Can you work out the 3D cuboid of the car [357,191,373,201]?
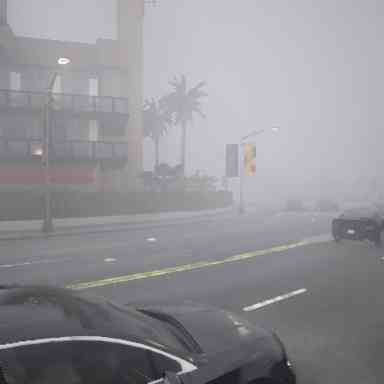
[{"bbox_3d":[36.778,1.221,72.348,2.185,1.767,4.553,0,0,-14],"label":"car"}]

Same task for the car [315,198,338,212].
[{"bbox_3d":[15.524,1.493,38.419,1.837,1.490,4.892,0,0,10],"label":"car"}]

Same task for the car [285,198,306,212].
[{"bbox_3d":[12.066,1.491,38.965,1.837,1.490,4.892,0,0,10],"label":"car"}]

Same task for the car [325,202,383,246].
[{"bbox_3d":[8.197,1.471,15.587,1.882,1.535,5.008,0,0,41],"label":"car"}]

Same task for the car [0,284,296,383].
[{"bbox_3d":[-1.260,1.504,2.403,4.892,1.490,1.837,0,0,-36],"label":"car"}]
